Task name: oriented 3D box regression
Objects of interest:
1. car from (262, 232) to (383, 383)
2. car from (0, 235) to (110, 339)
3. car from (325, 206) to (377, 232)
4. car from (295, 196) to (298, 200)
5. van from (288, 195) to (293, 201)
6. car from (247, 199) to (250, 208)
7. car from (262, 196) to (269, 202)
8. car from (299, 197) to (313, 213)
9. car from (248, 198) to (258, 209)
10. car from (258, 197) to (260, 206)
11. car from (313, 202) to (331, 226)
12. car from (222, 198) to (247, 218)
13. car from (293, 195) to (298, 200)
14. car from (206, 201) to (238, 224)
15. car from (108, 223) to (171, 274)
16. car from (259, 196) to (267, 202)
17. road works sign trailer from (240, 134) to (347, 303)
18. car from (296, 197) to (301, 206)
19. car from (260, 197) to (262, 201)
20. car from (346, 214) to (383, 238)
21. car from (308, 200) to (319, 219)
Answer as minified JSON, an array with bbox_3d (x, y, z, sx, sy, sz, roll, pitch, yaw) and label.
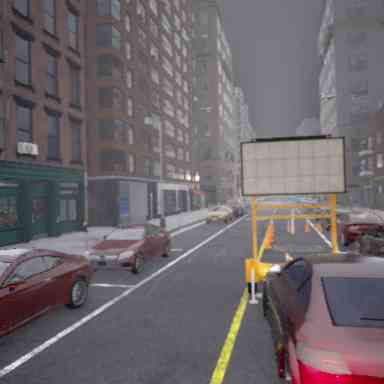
[{"bbox_3d":[2.080,1.540,4.579,1.994,1.385,4.181,-1,0,8],"label":"car"},{"bbox_3d":[-3.379,1.732,5.878,1.802,1.307,4.206,-2,-1,15],"label":"car"},{"bbox_3d":[7.227,1.474,14.465,1.887,1.381,4.507,-2,-1,15],"label":"car"},{"bbox_3d":[15.803,1.574,46.449,1.802,1.307,4.206,-2,-1,15],"label":"car"},{"bbox_3d":[25.668,1.402,83.270,1.690,1.788,3.998,-2,-1,15],"label":"van"},{"bbox_3d":[5.195,1.792,37.858,1.802,1.307,4.206,-2,-1,15],"label":"car"},{"bbox_3d":[17.924,1.851,85.336,2.008,1.369,4.403,-2,-1,15],"label":"car"},{"bbox_3d":[12.944,1.522,35.788,2.008,1.369,4.403,-2,-1,15],"label":"car"},{"bbox_3d":[8.049,1.671,48.520,1.967,1.590,4.097,-2,-1,15],"label":"car"},{"bbox_3d":[9.437,1.766,53.684,1.752,1.417,4.829,-2,-1,15],"label":"car"},{"bbox_3d":[8.656,1.491,19.796,2.008,1.369,4.403,-2,-1,15],"label":"car"},{"bbox_3d":[3.758,1.515,32.530,2.192,1.841,5.009,-2,-1,15],"label":"car"},{"bbox_3d":[17.229,1.442,51.781,1.967,1.590,4.097,-2,-1,15],"label":"car"},{"bbox_3d":[2.296,1.714,27.035,1.752,1.417,4.829,-2,-1,15],"label":"car"},{"bbox_3d":[-1.950,1.741,11.207,1.802,1.307,4.206,-2,-1,15],"label":"car"},{"bbox_3d":[19.395,1.856,90.824,1.887,1.381,4.507,-2,-1,15],"label":"car"},{"bbox_3d":[2.425,0.470,8.071,2.380,3.560,2.880,-2,-1,9],"label":"road works sign trailer"},{"bbox_3d":[14.373,1.532,41.118,2.008,1.369,4.403,-2,-1,15],"label":"car"},{"bbox_3d":[10.911,1.802,59.178,2.008,1.369,4.403,-2,-1,15],"label":"car"},{"bbox_3d":[5.798,1.486,9.134,1.947,1.339,4.313,-2,-1,15],"label":"car"},{"bbox_3d":[10.086,1.532,25.126,1.802,1.307,4.206,-2,-1,15],"label":"car"}]
